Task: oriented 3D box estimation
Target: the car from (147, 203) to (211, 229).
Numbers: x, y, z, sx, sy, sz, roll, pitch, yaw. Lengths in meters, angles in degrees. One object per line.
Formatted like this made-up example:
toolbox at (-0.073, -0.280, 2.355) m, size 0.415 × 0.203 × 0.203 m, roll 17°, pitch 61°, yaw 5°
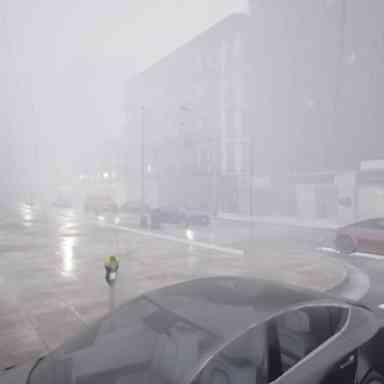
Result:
car at (-0.761, 1.489, 22.161) m, size 1.882 × 1.535 × 5.008 m, roll 0°, pitch 0°, yaw -36°

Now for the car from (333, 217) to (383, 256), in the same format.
car at (7.036, 1.539, 11.246) m, size 1.994 × 1.385 × 4.181 m, roll 0°, pitch 0°, yaw -36°

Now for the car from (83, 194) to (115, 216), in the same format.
car at (-9.503, 1.271, 34.397) m, size 2.150 × 2.045 × 5.566 m, roll 0°, pitch 1°, yaw -36°

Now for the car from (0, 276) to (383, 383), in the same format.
car at (0.022, 1.561, 2.830) m, size 4.313 × 1.339 × 1.947 m, roll 0°, pitch 0°, yaw -36°

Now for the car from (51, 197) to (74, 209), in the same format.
car at (-18.291, 1.461, 46.862) m, size 2.097 × 1.767 × 4.553 m, roll 0°, pitch 0°, yaw -36°

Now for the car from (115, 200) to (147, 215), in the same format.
car at (-6.001, 1.557, 34.569) m, size 1.812 × 1.442 × 4.674 m, roll 0°, pitch 0°, yaw -36°
